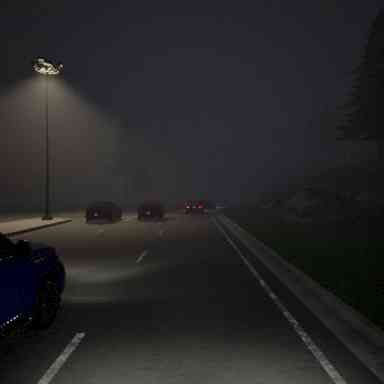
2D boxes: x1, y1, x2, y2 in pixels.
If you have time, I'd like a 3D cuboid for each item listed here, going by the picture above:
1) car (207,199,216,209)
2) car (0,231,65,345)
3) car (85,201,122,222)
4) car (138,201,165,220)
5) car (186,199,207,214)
[{"bbox_3d":[1.949,1.564,44.532,1.994,1.385,4.181,0,0,14],"label":"car"},{"bbox_3d":[-3.401,1.220,3.733,2.150,2.045,5.566,0,0,0],"label":"car"},{"bbox_3d":[-6.892,1.477,26.371,1.882,1.535,5.008,0,0,0],"label":"car"},{"bbox_3d":[-3.374,1.477,28.321,1.882,1.535,5.008,0,0,1],"label":"car"},{"bbox_3d":[0.332,1.547,35.211,2.033,1.411,5.357,0,0,3],"label":"car"}]
